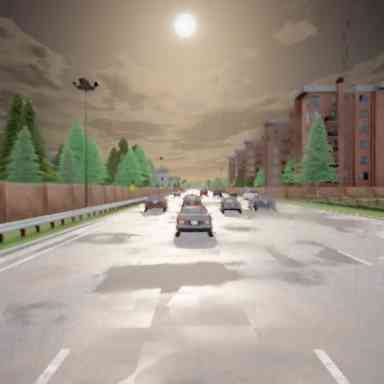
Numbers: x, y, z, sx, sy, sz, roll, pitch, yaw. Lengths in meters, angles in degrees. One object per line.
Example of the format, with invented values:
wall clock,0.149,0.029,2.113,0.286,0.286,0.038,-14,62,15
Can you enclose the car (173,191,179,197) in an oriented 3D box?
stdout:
car,-3.852,0.590,86.689,2.128,1.511,4.902,0,1,0

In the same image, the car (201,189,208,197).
car,3.128,0.248,90.069,2.150,2.045,5.566,0,1,0

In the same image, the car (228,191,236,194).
car,10.160,0.578,84.507,1.837,1.490,4.892,0,1,0

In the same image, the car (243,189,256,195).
car,10.367,0.575,58.749,2.150,2.045,5.566,0,0,0

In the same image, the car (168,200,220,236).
car,0.102,1.361,17.101,2.033,1.411,5.357,0,1,0

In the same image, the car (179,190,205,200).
car,0.008,0.979,34.231,2.097,1.767,4.553,0,1,0

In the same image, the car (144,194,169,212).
car,-3.484,0.990,33.485,2.097,1.767,4.553,0,0,0

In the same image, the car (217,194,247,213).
car,3.506,1.207,31.191,2.033,1.411,5.357,0,1,0

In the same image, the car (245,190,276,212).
car,7.010,0.981,33.667,2.097,1.767,4.553,0,1,0

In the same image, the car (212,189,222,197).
car,6.641,0.269,87.857,2.150,2.045,5.566,0,1,0
